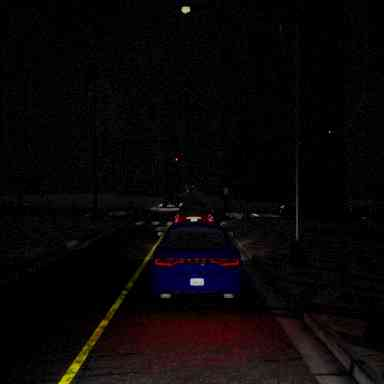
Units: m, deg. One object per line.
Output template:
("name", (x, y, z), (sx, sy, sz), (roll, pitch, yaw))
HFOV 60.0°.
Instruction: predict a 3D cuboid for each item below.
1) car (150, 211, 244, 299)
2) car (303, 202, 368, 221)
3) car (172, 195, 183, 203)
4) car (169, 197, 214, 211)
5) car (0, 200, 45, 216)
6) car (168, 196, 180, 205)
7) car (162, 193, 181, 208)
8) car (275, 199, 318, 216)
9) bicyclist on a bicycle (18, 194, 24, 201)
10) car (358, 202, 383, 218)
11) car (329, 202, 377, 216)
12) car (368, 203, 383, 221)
("car", (0.099, 1.477, 8.499), (1.882, 1.535, 5.008), (0, 0, 0))
("car", (12.131, 1.772, 28.339), (4.313, 1.339, 1.947), (1, -1, 0))
("car", (-3.018, 1.487, 69.446), (2.128, 1.511, 4.902), (0, 0, 0))
("car", (0.118, 1.350, 17.653), (2.097, 1.767, 4.553), (0, 0, 1))
("car", (-14.777, 1.365, 28.240), (4.403, 1.369, 2.008), (1, -1, 0))
("car", (-3.087, 1.522, 59.127), (1.812, 1.442, 4.674), (0, 0, 1))
("car", (-3.100, 1.218, 49.275), (2.150, 2.045, 5.566), (0, 0, 0))
("car", (10.947, 1.537, 34.188), (4.553, 1.767, 2.097), (1, 0, 0))
("bicyclist on a bicycle", (-20.502, 1.027, 39.724), (0.582, 1.620, 1.656), (1, 0, 0))
("car", (19.914, 1.849, 34.191), (4.674, 1.442, 1.812), (1, 0, 0))
("car", (17.781, 1.839, 36.864), (4.403, 1.369, 2.008), (1, -1, 0))
("car", (17.944, 1.822, 28.340), (4.829, 1.417, 1.752), (1, -1, 0))
